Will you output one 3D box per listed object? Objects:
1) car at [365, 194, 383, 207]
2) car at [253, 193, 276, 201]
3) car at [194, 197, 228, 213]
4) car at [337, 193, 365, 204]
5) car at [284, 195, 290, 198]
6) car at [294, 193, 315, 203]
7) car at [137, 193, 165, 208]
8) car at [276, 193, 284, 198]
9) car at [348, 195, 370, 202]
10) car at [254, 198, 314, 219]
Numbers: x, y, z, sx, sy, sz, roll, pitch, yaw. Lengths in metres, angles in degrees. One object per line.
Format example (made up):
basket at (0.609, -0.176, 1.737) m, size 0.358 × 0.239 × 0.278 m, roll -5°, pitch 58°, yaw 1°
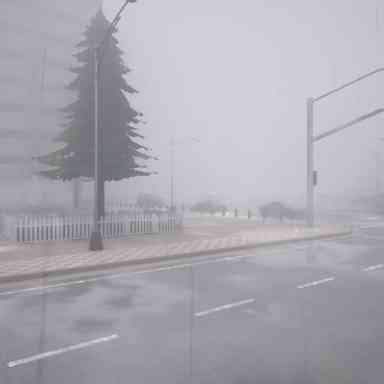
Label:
car at (26.666, 1.152, 45.067) m, size 1.932 × 1.855 × 4.605 m, roll 0°, pitch 0°, yaw -36°
car at (17.002, 1.394, 78.128) m, size 1.970 × 1.475 × 3.806 m, roll 0°, pitch 0°, yaw -36°
car at (2.037, 1.564, 37.088) m, size 1.994 × 1.385 × 4.181 m, roll 0°, pitch 0°, yaw -36°
car at (34.786, 1.152, 72.389) m, size 1.932 × 1.855 × 4.605 m, roll 0°, pitch 0°, yaw -36°
car at (21.510, 1.152, 81.413) m, size 1.932 × 1.855 × 4.605 m, roll 0°, pitch 0°, yaw -36°
car at (21.093, 1.394, 62.488) m, size 1.970 × 1.475 × 3.806 m, roll 0°, pitch 0°, yaw -36°
car at (-6.062, 1.222, 48.360) m, size 2.150 × 2.045 × 5.566 m, roll 0°, pitch 0°, yaw -35°
car at (19.357, 1.363, 79.811) m, size 1.784 × 1.438 × 3.905 m, roll 0°, pitch 0°, yaw -36°
car at (37.180, 1.362, 74.022) m, size 1.784 × 1.438 × 3.905 m, roll 0°, pitch 0°, yaw -36°
car at (7.879, 1.525, 29.015) m, size 1.812 × 1.442 × 4.674 m, roll 0°, pitch 0°, yaw -34°
